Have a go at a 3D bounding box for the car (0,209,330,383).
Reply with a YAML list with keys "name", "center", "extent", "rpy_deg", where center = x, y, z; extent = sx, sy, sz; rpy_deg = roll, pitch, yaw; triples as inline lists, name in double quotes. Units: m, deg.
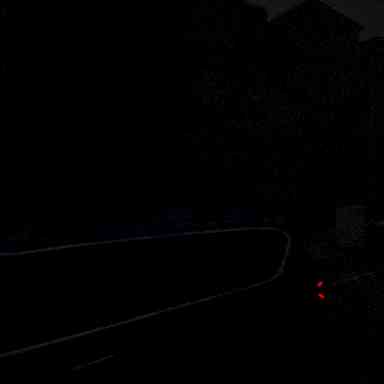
- name: "car"
  center: [-1.102, 1.223, 2.896]
  extent: [5.566, 2.045, 2.150]
  rpy_deg: [0, 0, -36]
